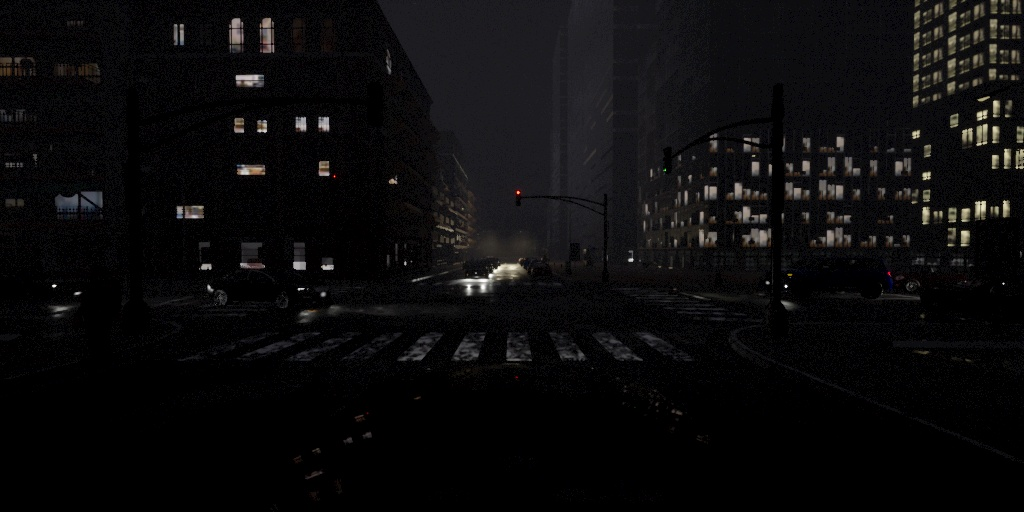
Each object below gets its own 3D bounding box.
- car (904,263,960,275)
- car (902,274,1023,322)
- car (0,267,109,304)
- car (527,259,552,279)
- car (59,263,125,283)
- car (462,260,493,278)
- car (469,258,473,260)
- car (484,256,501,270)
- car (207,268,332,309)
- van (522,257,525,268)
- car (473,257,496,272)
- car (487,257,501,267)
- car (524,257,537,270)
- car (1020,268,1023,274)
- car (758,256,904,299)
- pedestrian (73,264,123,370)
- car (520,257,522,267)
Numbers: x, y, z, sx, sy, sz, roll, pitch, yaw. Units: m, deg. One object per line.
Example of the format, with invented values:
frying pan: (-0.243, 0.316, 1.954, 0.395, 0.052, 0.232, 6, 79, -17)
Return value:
car: (23.355, 1.229, 20.773, 4.097, 1.591, 1.967, 0, 0, 1)
car: (16.705, 1.445, 12.220, 4.403, 1.370, 2.007, 0, 0, 1)
car: (-20.845, 1.280, 15.410, 4.718, 1.301, 1.895, 0, 1, 1)
car: (2.628, 1.270, 32.514, 1.888, 1.381, 4.507, 0, 0, 0)
car: (-25.875, 1.109, 21.377, 4.507, 1.381, 1.888, 0, 0, 1)
car: (-3.120, 1.289, 32.851, 1.994, 1.385, 4.181, 0, 0, 0)
car: (-5.736, 1.268, 49.410, 1.948, 1.339, 4.313, 0, 0, 0)
car: (-3.128, 1.050, 51.743, 2.097, 1.767, 4.553, 0, 0, 0)
car: (-9.759, 1.231, 14.518, 4.902, 1.511, 2.128, 0, 0, 12)
van: (2.612, 1.043, 49.451, 1.690, 1.789, 3.998, 0, 0, 0)
car: (-3.135, 1.218, 41.590, 1.837, 1.490, 4.892, 0, 0, 0)
car: (-3.107, 1.032, 62.557, 2.097, 1.767, 4.553, 0, 0, 0)
car: (2.622, 1.157, 38.159, 1.967, 1.591, 4.097, 0, 0, 0)
car: (25.744, 1.335, 18.010, 4.902, 1.511, 2.128, 0, 1, 1)
car: (15.724, 1.019, 18.137, 5.566, 2.045, 2.150, 0, 1, 1)
pedestrian: (-7.318, 1.044, 6.341, 0.375, 1.860, 0.375, -1, 1, 0)
car: (2.606, 1.238, 55.097, 1.888, 1.381, 4.507, 0, 0, 0)
